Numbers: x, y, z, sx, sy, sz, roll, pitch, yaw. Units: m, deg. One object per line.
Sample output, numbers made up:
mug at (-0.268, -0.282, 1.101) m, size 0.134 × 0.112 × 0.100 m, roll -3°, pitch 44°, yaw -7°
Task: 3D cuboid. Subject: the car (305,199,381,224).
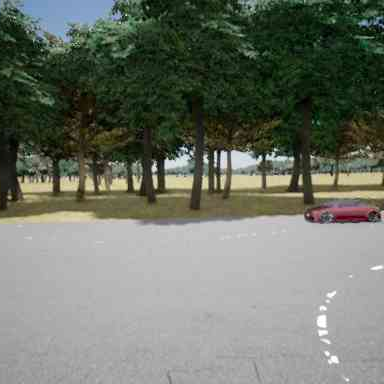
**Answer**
car at (9.044, 1.143, 20.120) m, size 4.181 × 1.385 × 1.994 m, roll -2°, pitch 3°, yaw 0°
